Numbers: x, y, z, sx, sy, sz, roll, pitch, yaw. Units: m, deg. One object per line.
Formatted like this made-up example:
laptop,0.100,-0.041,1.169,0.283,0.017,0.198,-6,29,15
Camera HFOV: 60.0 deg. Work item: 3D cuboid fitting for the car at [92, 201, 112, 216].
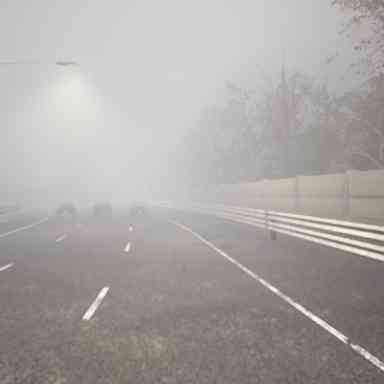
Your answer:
car,-9.575,1.710,35.293,1.882,1.535,5.008,0,0,-18

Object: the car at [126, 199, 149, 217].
car,-5.722,1.730,34.687,1.812,1.442,4.674,0,0,-18

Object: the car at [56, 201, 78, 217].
car,-13.069,1.757,34.690,1.837,1.490,4.892,0,0,-19
